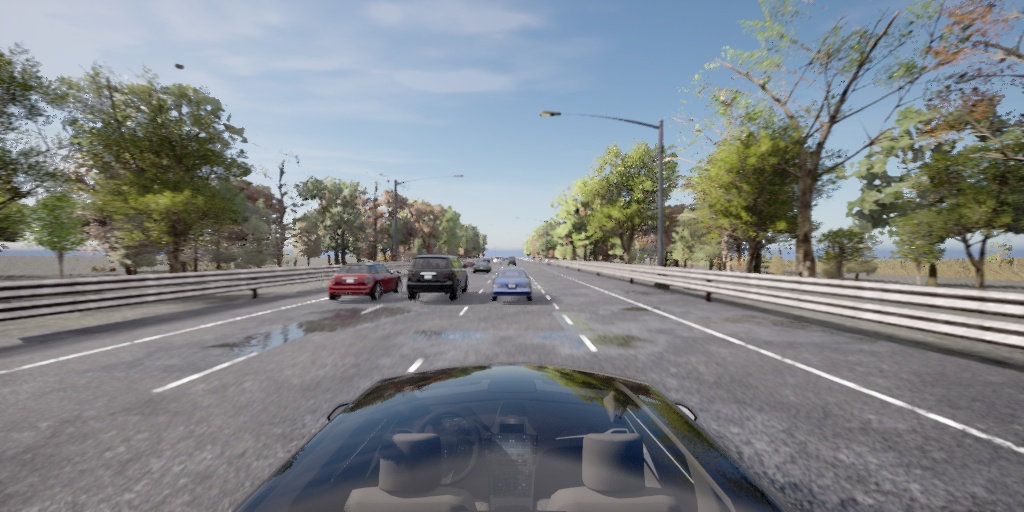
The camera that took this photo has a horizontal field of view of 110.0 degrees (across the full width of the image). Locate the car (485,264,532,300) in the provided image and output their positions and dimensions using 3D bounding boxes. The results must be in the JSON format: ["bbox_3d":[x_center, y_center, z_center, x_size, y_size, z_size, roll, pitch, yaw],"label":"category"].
[{"bbox_3d":[-0.008,1.301,17.555,2.033,1.411,5.357,0,0,0],"label":"car"}]

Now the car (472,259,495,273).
[{"bbox_3d":[-3.514,1.326,43.318,1.994,1.385,4.181,0,0,0],"label":"car"}]

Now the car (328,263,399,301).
[{"bbox_3d":[-7.004,1.104,17.628,2.097,1.767,4.553,0,0,0],"label":"car"}]

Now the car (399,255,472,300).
[{"bbox_3d":[-3.506,0.975,17.695,2.150,2.045,5.566,0,0,0],"label":"car"}]
